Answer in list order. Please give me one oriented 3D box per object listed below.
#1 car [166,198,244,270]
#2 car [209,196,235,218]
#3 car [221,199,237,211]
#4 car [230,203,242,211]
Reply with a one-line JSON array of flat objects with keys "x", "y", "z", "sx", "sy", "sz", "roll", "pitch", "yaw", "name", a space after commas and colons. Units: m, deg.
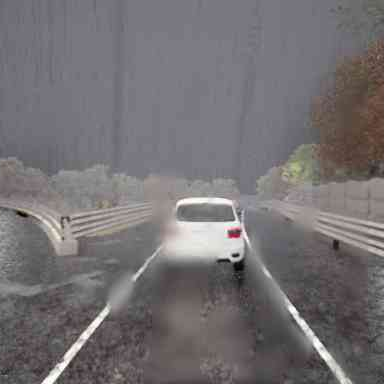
[{"x": 0.495, "y": 1.195, "z": 11.081, "sx": 2.150, "sy": 2.045, "sz": 5.566, "roll": 0, "pitch": 0, "yaw": 4, "name": "car"}, {"x": 2.868, "y": 1.301, "z": 30.612, "sx": 2.097, "sy": 1.767, "sz": 4.553, "roll": 0, "pitch": 0, "yaw": 8, "name": "car"}, {"x": 4.965, "y": 1.683, "z": 43.825, "sx": 1.882, "sy": 1.535, "sz": 5.008, "roll": 0, "pitch": -2, "yaw": 9, "name": "car"}, {"x": 8.874, "y": 2.975, "z": 66.902, "sx": 2.033, "sy": 1.411, "sz": 5.357, "roll": 0, "pitch": -4, "yaw": 11, "name": "car"}]
